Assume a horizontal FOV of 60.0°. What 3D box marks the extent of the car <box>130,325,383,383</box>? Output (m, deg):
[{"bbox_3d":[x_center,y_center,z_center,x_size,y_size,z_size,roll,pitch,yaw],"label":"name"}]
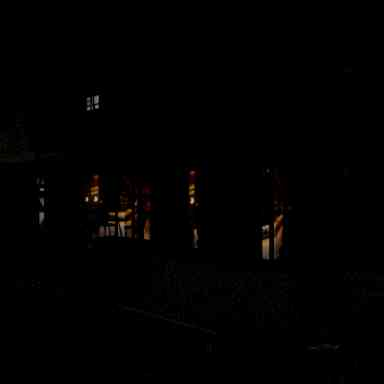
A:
[{"bbox_3d":[1.428,1.551,1.855,4.403,1.369,2.008,0,0,36],"label":"car"}]
